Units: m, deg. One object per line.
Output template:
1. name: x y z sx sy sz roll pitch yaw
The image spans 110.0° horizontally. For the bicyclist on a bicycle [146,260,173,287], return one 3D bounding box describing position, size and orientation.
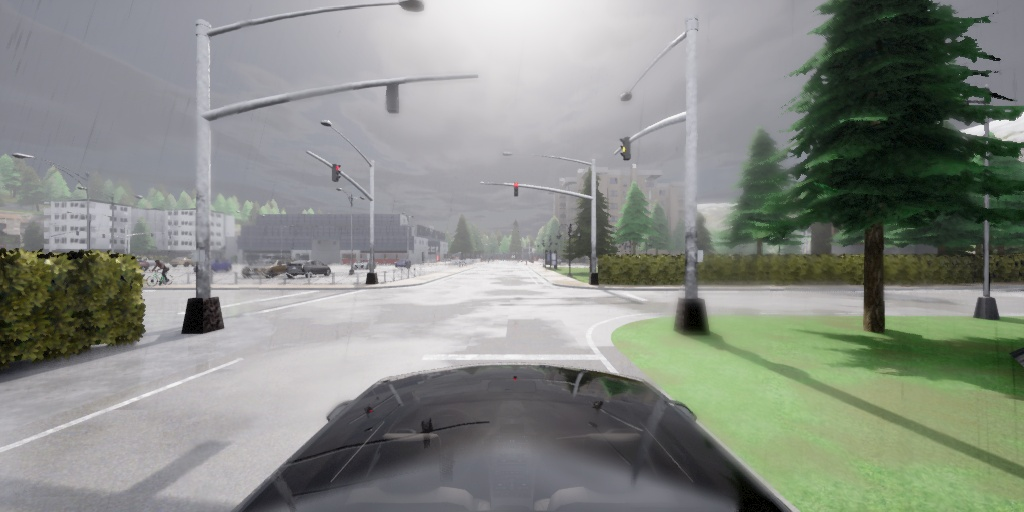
1. bicyclist on a bicycle: -21.760 1.051 22.163 0.582 1.620 1.656 0 0 1
